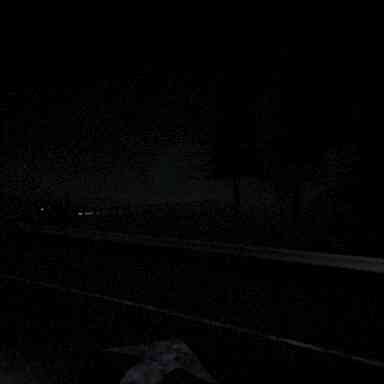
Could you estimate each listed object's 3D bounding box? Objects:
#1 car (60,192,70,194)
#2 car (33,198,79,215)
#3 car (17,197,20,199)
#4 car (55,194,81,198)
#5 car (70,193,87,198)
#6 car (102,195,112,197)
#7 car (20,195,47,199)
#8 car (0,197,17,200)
[{"bbox_3d":[-30.286,1.136,78.918,2.150,2.045,5.566,0,0,8],"label":"car"},{"bbox_3d":[-12.677,1.529,31.706,1.994,1.385,4.181,0,0,21],"label":"car"},{"bbox_3d":[-33.831,1.536,63.782,1.895,1.301,4.718,0,0,22],"label":"car"},{"bbox_3d":[-23.329,1.492,62.112,1.994,1.385,4.181,0,0,21],"label":"car"},{"bbox_3d":[-26.742,1.385,79.161,1.882,1.535,5.008,0,0,8],"label":"car"},{"bbox_3d":[-19.922,1.401,77.206,1.837,1.490,4.892,0,0,8],"label":"car"},{"bbox_3d":[-29.992,1.435,64.046,1.837,1.490,4.892,0,0,20],"label":"car"},{"bbox_3d":[-28.770,1.463,48.505,1.837,1.490,4.892,0,0,23],"label":"car"}]
